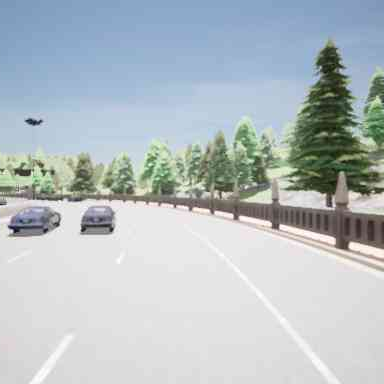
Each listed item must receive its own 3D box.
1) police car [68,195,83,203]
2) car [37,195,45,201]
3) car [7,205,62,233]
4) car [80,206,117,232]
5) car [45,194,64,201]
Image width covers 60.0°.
[{"bbox_3d":[-24.647,1.358,70.111,1.930,1.638,5.238,0,0,-40],"label":"police car"},{"bbox_3d":[-36.826,1.466,82.572,4.674,1.442,1.812,0,0,41],"label":"car"},{"bbox_3d":[-9.038,1.534,19.560,2.033,1.411,5.357,0,0,-11],"label":"car"},{"bbox_3d":[-5.589,1.524,20.154,2.033,1.411,5.357,0,0,-11],"label":"car"},{"bbox_3d":[-31.980,1.288,78.075,4.553,1.767,2.097,0,0,45],"label":"car"}]
